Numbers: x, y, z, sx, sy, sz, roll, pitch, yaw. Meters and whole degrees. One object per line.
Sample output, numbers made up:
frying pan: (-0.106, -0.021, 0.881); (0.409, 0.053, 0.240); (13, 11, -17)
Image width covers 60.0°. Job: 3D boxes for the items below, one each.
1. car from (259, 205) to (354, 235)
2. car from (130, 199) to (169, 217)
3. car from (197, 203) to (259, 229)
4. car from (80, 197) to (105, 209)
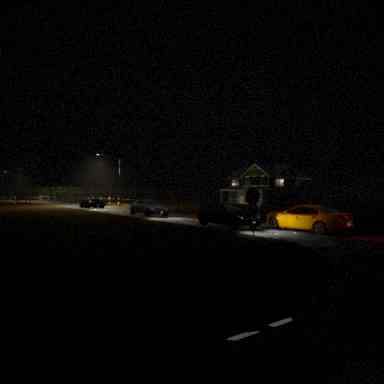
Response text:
car: (6.458, 1.456, 18.755); (1.882, 1.535, 5.008); (-1, 1, -36)
car: (-3.792, 1.347, 28.817); (1.812, 1.442, 4.674); (2, -1, -36)
car: (2.132, 1.407, 20.531); (1.812, 1.442, 4.674); (2, -1, -35)
car: (-12.126, 1.342, 40.425); (1.994, 1.385, 4.181); (2, -1, -36)
